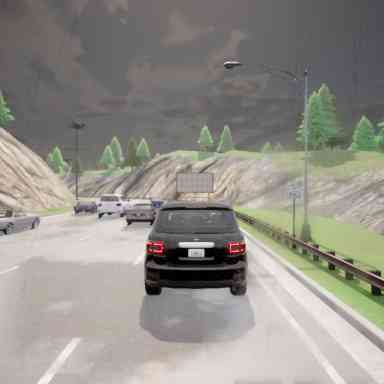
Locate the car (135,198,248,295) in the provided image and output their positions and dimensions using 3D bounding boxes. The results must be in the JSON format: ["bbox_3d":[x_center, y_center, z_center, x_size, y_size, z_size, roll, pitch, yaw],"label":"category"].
[{"bbox_3d":[0.088,1.221,8.840,2.150,2.045,5.566,0,0,0],"label":"car"}]

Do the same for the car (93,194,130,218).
[{"bbox_3d":[-7.042,1.224,30.540,2.150,2.045,5.566,0,0,-2],"label":"car"}]

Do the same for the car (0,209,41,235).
[{"bbox_3d":[-10.423,1.601,18.797,1.895,1.301,4.718,0,0,0],"label":"car"}]

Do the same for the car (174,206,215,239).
[{"bbox_3d":[0.113,1.559,18.064,1.994,1.385,4.181,0,0,0],"label":"car"}]

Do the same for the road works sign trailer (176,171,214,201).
[{"bbox_3d":[0.188,0.464,21.561,2.380,3.560,2.880,0,0,0],"label":"road works sign trailer"}]

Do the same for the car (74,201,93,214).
[{"bbox_3d":[-10.759,1.601,34.775,1.895,1.301,4.718,0,0,-3],"label":"car"}]

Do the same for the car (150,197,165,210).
[{"bbox_3d":[-4.501,1.478,43.003,1.882,1.535,5.008,0,0,-6],"label":"car"}]

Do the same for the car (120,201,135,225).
[{"bbox_3d":[-3.439,1.547,23.846,2.033,1.411,5.357,0,0,0],"label":"car"}]
